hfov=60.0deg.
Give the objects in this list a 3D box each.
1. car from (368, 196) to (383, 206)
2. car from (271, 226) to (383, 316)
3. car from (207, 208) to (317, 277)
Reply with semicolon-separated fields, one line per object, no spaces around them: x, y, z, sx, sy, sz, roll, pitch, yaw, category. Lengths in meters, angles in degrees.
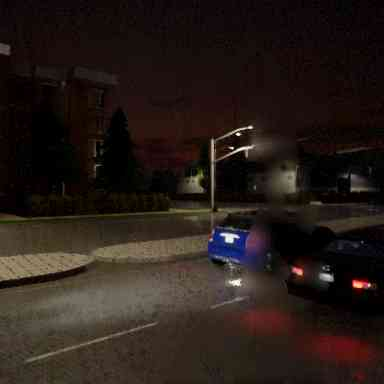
30.146;1.465;53.491;4.902;1.511;2.128;0;0;-38;car
4.324;1.544;7.390;5.357;1.411;2.033;0;0;-38;car
2.696;1.348;10.569;4.553;1.767;2.097;0;0;-39;car
